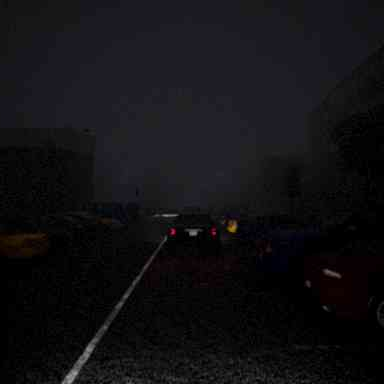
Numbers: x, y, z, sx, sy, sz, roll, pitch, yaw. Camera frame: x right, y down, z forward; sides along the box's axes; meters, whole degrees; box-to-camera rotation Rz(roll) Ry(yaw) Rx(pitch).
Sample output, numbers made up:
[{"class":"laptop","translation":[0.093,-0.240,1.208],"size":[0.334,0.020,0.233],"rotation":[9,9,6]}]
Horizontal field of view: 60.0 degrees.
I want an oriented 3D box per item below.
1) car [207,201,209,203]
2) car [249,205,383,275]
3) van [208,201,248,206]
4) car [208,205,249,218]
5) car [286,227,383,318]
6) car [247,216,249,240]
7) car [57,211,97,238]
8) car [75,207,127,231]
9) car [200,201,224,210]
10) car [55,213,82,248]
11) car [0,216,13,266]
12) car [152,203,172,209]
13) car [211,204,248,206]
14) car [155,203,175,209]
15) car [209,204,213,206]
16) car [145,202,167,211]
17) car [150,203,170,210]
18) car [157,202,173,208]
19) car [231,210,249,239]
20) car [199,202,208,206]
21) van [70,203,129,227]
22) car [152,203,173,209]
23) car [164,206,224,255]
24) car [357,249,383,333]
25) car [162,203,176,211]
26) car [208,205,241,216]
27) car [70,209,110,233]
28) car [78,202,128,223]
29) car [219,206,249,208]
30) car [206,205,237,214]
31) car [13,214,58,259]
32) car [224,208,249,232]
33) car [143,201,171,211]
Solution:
[{"class":"car","translation":[4.676,2.447,45.327],"size":[4.553,1.767,2.185],"rotation":[0,-1,0]},{"class":"car","translation":[4.621,1.383,9.023],"size":[5.566,2.045,2.435],"rotation":[0,-1,0]},{"class":"van","translation":[4.529,2.202,39.743],"size":[4.442,1.987,1.878],"rotation":[0,-1,0]},{"class":"car","translation":[4.640,2.504,42.654],"size":[5.008,1.535,2.097],"rotation":[0,-1,0]},{"class":"car","translation":[4.649,1.567,6.283],"size":[5.008,1.535,2.097],"rotation":[0,-1,0]},{"class":"car","translation":[4.620,1.736,11.809],"size":[4.792,1.488,2.163],"rotation":[0,-1,0]},{"class":"car","translation":[-7.679,1.885,17.248],"size":[4.674,1.452,2.002],"rotation":[0,-1,0]},{"class":"car","translation":[-7.497,1.986,22.830],"size":[5.366,1.575,1.946],"rotation":[0,-1,0]},{"class":"car","translation":[4.613,3.188,78.841],"size":[5.566,2.045,2.435],"rotation":[0,-1,0]},{"class":"car","translation":[-7.653,1.802,14.460],"size":[4.792,1.488,2.163],"rotation":[0,-1,0]},{"class":"car","translation":[-7.650,1.500,8.755],"size":[4.553,1.767,2.185],"rotation":[0,-1,0]},{"class":"car","translation":[-7.695,3.629,86.210],"size":[4.892,1.521,2.231],"rotation":[0,-1,0]},{"class":"car","translation":[4.640,2.285,34.151],"size":[4.892,1.521,2.231],"rotation":[0,-1,0]},{"class":"car","translation":[-7.505,3.781,92.211],"size":[5.366,1.575,1.946],"rotation":[0,-1,0]},{"class":"car","translation":[4.652,2.357,36.944],"size":[4.892,1.521,2.231],"rotation":[0,-1,0]},{"class":"car","translation":[-7.656,3.123,71.527],"size":[4.553,1.767,2.185],"rotation":[0,-1,0]},{"class":"car","translation":[-7.718,3.509,80.461],"size":[4.792,1.488,2.163],"rotation":[0,-1,0]},{"class":"car","translation":[-7.659,3.729,95.155],"size":[4.553,1.767,2.185],"rotation":[0,-1,0]},{"class":"car","translation":[4.678,1.880,17.394],"size":[4.792,1.488,2.163],"rotation":[0,-1,0]},{"class":"car","translation":[0.065,2.045,29.916],"size":[2.097,1.767,4.553],"rotation":[0,-2,0]},{"class":"van","translation":[-7.800,1.905,28.291],"size":[4.442,1.987,1.878],"rotation":[0,-1,0]},{"class":"car","translation":[-7.874,3.705,89.272],"size":[5.366,1.575,1.946],"rotation":[0,-1,0]},{"class":"car","translation":[0.065,1.653,14.762],"size":[2.097,1.767,4.553],"rotation":[0,-2,0]},{"class":"car","translation":[4.679,1.544,3.451],"size":[4.792,1.488,2.163],"rotation":[0,-1,0]},{"class":"car","translation":[-3.083,2.823,51.747],"size":[1.994,1.385,4.181],"rotation":[0,-2,0]},{"class":"car","translation":[4.642,2.685,48.114],"size":[4.674,1.452,2.002],"rotation":[0,-1,0]},{"class":"car","translation":[-7.680,1.954,19.914],"size":[4.674,1.452,2.002],"rotation":[0,-1,0]},{"class":"car","translation":[-7.711,1.807,25.501],"size":[5.566,2.045,2.435],"rotation":[0,-1,0]},{"class":"car","translation":[4.833,2.064,25.773],"size":[5.366,1.575,1.946],"rotation":[0,-1,0]},{"class":"car","translation":[4.672,2.819,53.702],"size":[4.792,1.488,2.163],"rotation":[0,-1,0]},{"class":"car","translation":[-7.867,1.698,11.670],"size":[5.366,1.575,1.946],"rotation":[0,-1,0]},{"class":"car","translation":[4.833,1.920,20.188],"size":[5.366,1.575,1.946],"rotation":[0,-1,0]},{"class":"car","translation":[-7.716,2.925,68.719],"size":[5.566,2.045,2.435],"rotation":[0,-1,0]}]
